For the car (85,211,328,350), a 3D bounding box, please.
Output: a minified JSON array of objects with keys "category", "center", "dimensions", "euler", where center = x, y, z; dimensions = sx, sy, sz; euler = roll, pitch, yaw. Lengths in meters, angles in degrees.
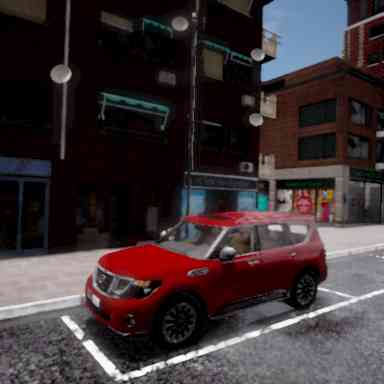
[{"category":"car","center":[0.604,1.355,6.490],"dimensions":[5.009,1.841,2.192],"euler":[1,1,-35]}]
